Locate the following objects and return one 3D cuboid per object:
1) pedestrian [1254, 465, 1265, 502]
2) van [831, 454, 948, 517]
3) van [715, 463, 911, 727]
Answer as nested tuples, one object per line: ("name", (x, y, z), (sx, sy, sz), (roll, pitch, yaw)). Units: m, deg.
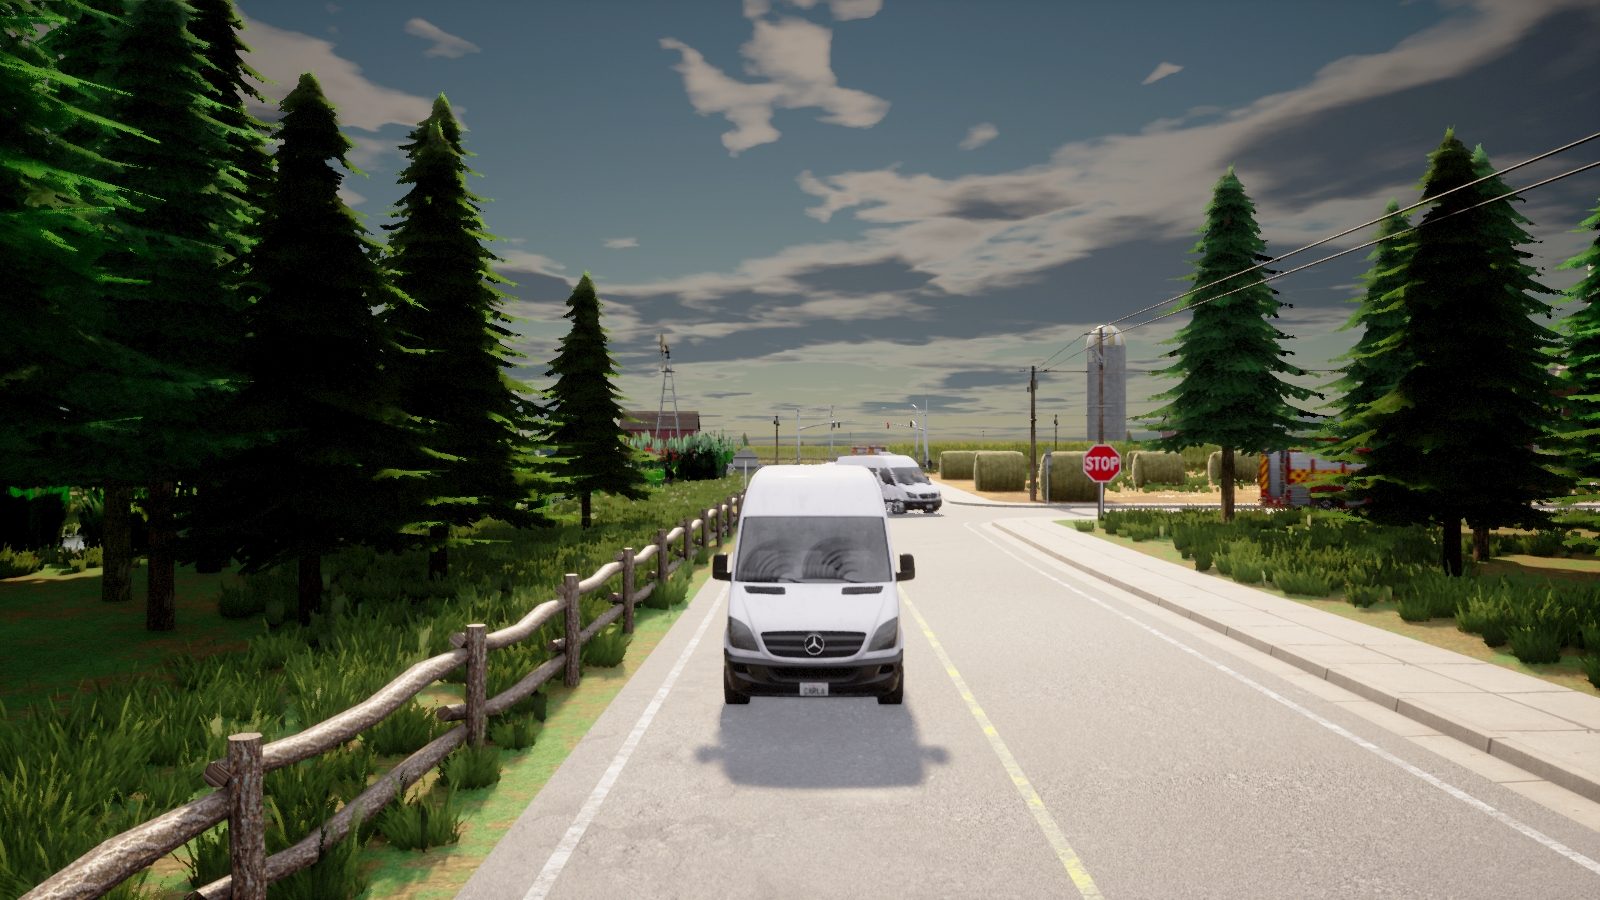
("pedestrian", (23.298, 1.694, 57.893), (0.375, 1.860, 0.375), (0, 0, -15))
("van", (3.924, 1.512, 51.318), (1.988, 2.561, 5.915), (-2, 1, -34))
("van", (0.174, 1.505, 14.576), (1.988, 2.561, 5.915), (0, 1, 1))
